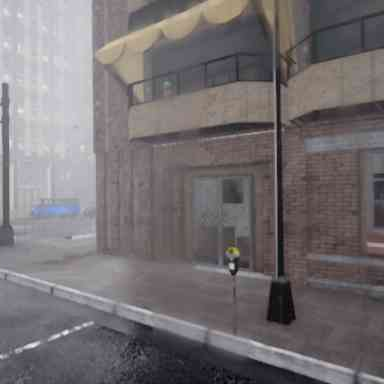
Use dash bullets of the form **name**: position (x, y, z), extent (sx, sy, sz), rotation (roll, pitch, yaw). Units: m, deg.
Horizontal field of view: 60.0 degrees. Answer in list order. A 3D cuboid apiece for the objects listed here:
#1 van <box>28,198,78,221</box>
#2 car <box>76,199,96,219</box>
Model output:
- **van**: position (-11.150, 1.339, 27.155), extent (1.690, 1.788, 3.998), rotation (-1, -1, 36)
- **car**: position (-7.014, 1.470, 28.473), extent (1.837, 1.490, 4.892), rotation (-1, 0, 36)
